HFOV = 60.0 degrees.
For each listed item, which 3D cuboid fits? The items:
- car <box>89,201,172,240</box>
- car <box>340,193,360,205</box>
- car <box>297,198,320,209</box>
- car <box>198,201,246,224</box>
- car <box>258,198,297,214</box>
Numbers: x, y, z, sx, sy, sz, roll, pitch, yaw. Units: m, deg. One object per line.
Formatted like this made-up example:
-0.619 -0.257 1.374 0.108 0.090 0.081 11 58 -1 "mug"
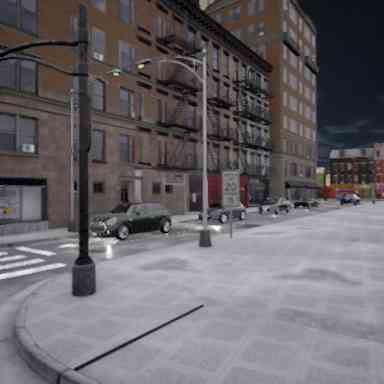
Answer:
-3.111 1.314 16.888 2.097 1.767 4.553 0 0 37 "car"
23.426 1.028 49.145 2.097 1.767 4.553 0 0 36 "car"
13.983 1.363 40.550 1.895 1.301 4.718 0 0 36 "car"
2.294 1.400 24.361 1.837 1.490 4.892 0 0 36 "car"
8.113 1.319 32.449 2.128 1.511 4.902 0 0 36 "car"
